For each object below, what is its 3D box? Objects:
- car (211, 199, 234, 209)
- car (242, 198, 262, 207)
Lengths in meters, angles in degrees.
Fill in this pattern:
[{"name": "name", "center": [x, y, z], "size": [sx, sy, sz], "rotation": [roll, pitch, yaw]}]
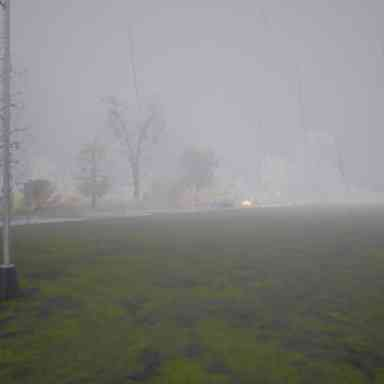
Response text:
[{"name": "car", "center": [4.714, 1.788, 50.876], "size": [2.128, 1.511, 4.902], "rotation": [1, 0, 36]}, {"name": "car", "center": [10.749, 1.842, 59.368], "size": [1.882, 1.535, 5.008], "rotation": [1, 0, 36]}]
